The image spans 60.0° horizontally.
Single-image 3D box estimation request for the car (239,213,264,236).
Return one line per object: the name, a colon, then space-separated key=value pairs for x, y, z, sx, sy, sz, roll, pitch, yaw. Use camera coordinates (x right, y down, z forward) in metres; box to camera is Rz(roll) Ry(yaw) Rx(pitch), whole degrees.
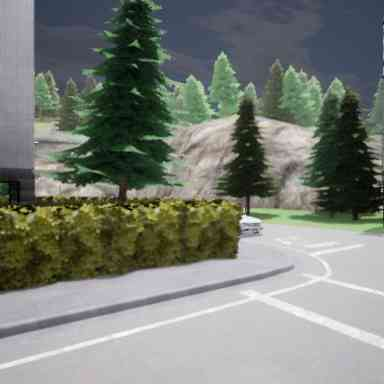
car: x=2.028 y=1.651 z=19.519 sx=1.812 sy=1.442 sz=4.674 roll=0 pitch=0 yaw=-42
